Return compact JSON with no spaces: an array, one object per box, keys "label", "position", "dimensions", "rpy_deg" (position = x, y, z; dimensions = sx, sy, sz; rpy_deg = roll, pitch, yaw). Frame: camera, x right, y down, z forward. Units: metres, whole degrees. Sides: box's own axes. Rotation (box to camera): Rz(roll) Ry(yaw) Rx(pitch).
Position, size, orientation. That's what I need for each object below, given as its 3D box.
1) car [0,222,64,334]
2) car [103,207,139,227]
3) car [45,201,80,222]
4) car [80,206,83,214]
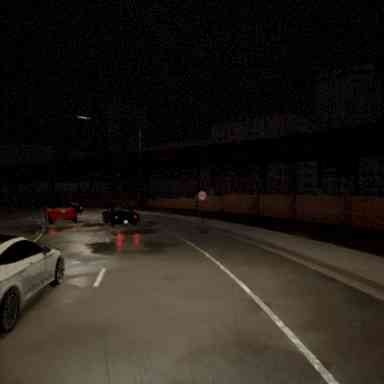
[{"label":"car","position":[-3.994,1.587,6.622],"dimensions":[1.812,1.442,4.674],"rpy_deg":[0,0,-6]},{"label":"car","position":[-5.335,1.726,24.405],"dimensions":[1.895,1.301,4.718],"rpy_deg":[-1,0,-23]},{"label":"car","position":[-11.123,1.582,28.035],"dimensions":[2.097,1.767,4.553],"rpy_deg":[-1,0,-28]},{"label":"car","position":[-14.522,1.896,39.108],"dimensions":[1.895,1.301,4.718],"rpy_deg":[-1,0,-39]}]
